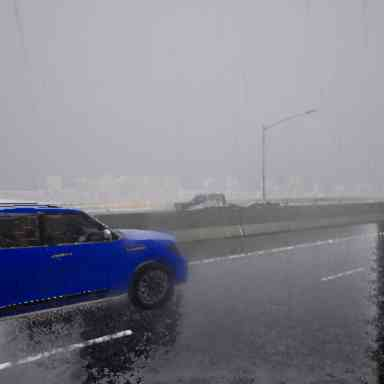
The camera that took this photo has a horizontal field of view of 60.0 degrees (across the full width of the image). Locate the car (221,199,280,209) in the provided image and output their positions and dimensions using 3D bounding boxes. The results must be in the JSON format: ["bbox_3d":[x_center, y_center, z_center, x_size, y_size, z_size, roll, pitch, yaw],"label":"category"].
[{"bbox_3d":[4.773,1.419,24.554,4.892,1.490,1.837,0,0,-35],"label":"car"}]

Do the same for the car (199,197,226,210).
[{"bbox_3d":[1.677,1.412,26.653,4.902,1.511,2.128,0,0,-35],"label":"car"}]

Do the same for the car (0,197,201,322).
[{"bbox_3d":[-2.761,1.216,6.079,5.566,2.045,2.150,-1,0,-36],"label":"car"}]

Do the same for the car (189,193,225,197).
[{"bbox_3d":[0.783,1.136,30.309,5.566,2.045,2.150,0,0,-35],"label":"car"}]
